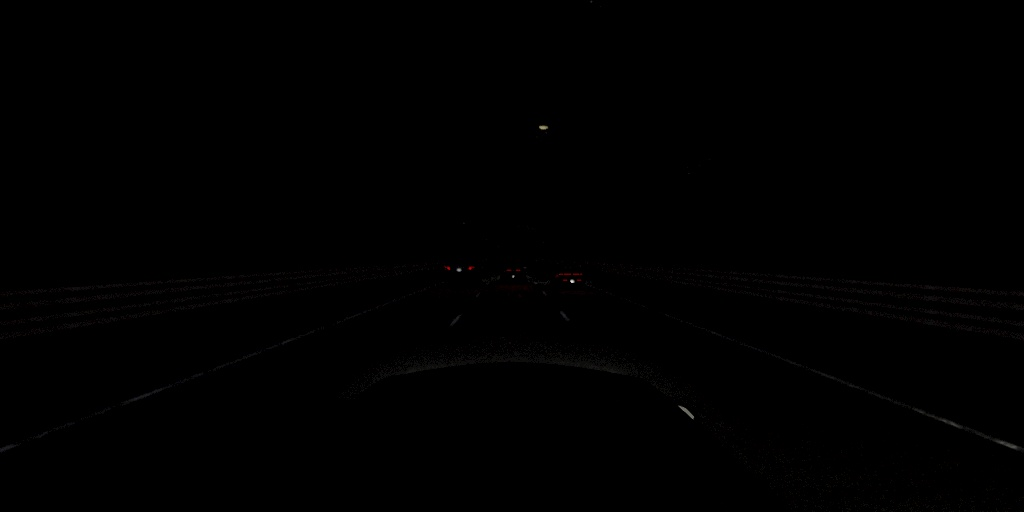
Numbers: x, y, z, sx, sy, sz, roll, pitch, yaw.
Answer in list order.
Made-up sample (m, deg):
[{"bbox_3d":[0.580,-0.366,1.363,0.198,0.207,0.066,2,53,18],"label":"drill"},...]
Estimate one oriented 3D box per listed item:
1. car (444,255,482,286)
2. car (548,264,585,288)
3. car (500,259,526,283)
[{"bbox_3d":[-3.407,0.980,25.747,2.150,2.045,5.566,0,0,0],"label":"car"},{"bbox_3d":[3.592,1.263,23.840,1.837,1.490,4.892,0,0,0],"label":"car"},{"bbox_3d":[0.096,1.251,28.283,2.128,1.511,4.902,0,0,0],"label":"car"}]
